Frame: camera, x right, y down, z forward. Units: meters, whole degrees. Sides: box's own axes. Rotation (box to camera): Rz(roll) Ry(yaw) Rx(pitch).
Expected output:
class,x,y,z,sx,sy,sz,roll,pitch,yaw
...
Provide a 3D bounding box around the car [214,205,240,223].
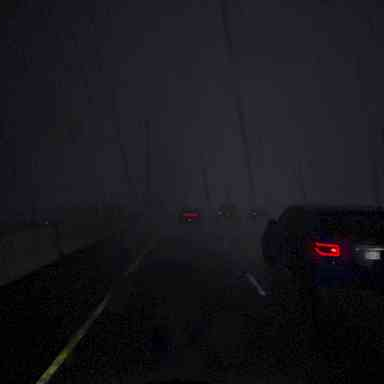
class,x,y,z,sx,sy,sz,roll,pitch,yaw
car,3.274,2.007,31.856,2.097,1.767,4.553,0,-2,-1

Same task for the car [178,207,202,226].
class,x,y,z,sx,sy,sz,roll,pitch,yaw
car,-0.190,2.023,28.033,2.128,1.511,4.902,0,-2,-1

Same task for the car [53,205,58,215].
class,x,y,z,sx,sy,sz,roll,pitch,yaw
car,-18.005,2.457,45.091,2.128,1.511,4.902,0,-2,0

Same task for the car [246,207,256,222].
class,x,y,z,sx,sy,sz,roll,pitch,yaw
car,6.754,2.254,33.863,1.812,1.442,4.674,0,-2,-1

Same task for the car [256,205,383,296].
class,x,y,z,sx,sy,sz,roll,pitch,yaw
car,3.497,1.367,9.162,2.150,2.045,5.566,0,-1,-1

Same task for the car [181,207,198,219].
class,x,y,z,sx,sy,sz,roll,pitch,yaw
car,-0.318,2.520,41.146,1.895,1.301,4.718,0,-2,-1

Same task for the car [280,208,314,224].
class,x,y,z,sx,sy,sz,roll,pitch,yaw
car,10.262,2.316,32.910,1.895,1.301,4.718,0,-2,-1

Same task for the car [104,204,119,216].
class,x,y,z,sx,sy,sz,roll,pitch,yaw
car,-11.002,2.263,46.603,2.150,2.045,5.566,0,-2,0
